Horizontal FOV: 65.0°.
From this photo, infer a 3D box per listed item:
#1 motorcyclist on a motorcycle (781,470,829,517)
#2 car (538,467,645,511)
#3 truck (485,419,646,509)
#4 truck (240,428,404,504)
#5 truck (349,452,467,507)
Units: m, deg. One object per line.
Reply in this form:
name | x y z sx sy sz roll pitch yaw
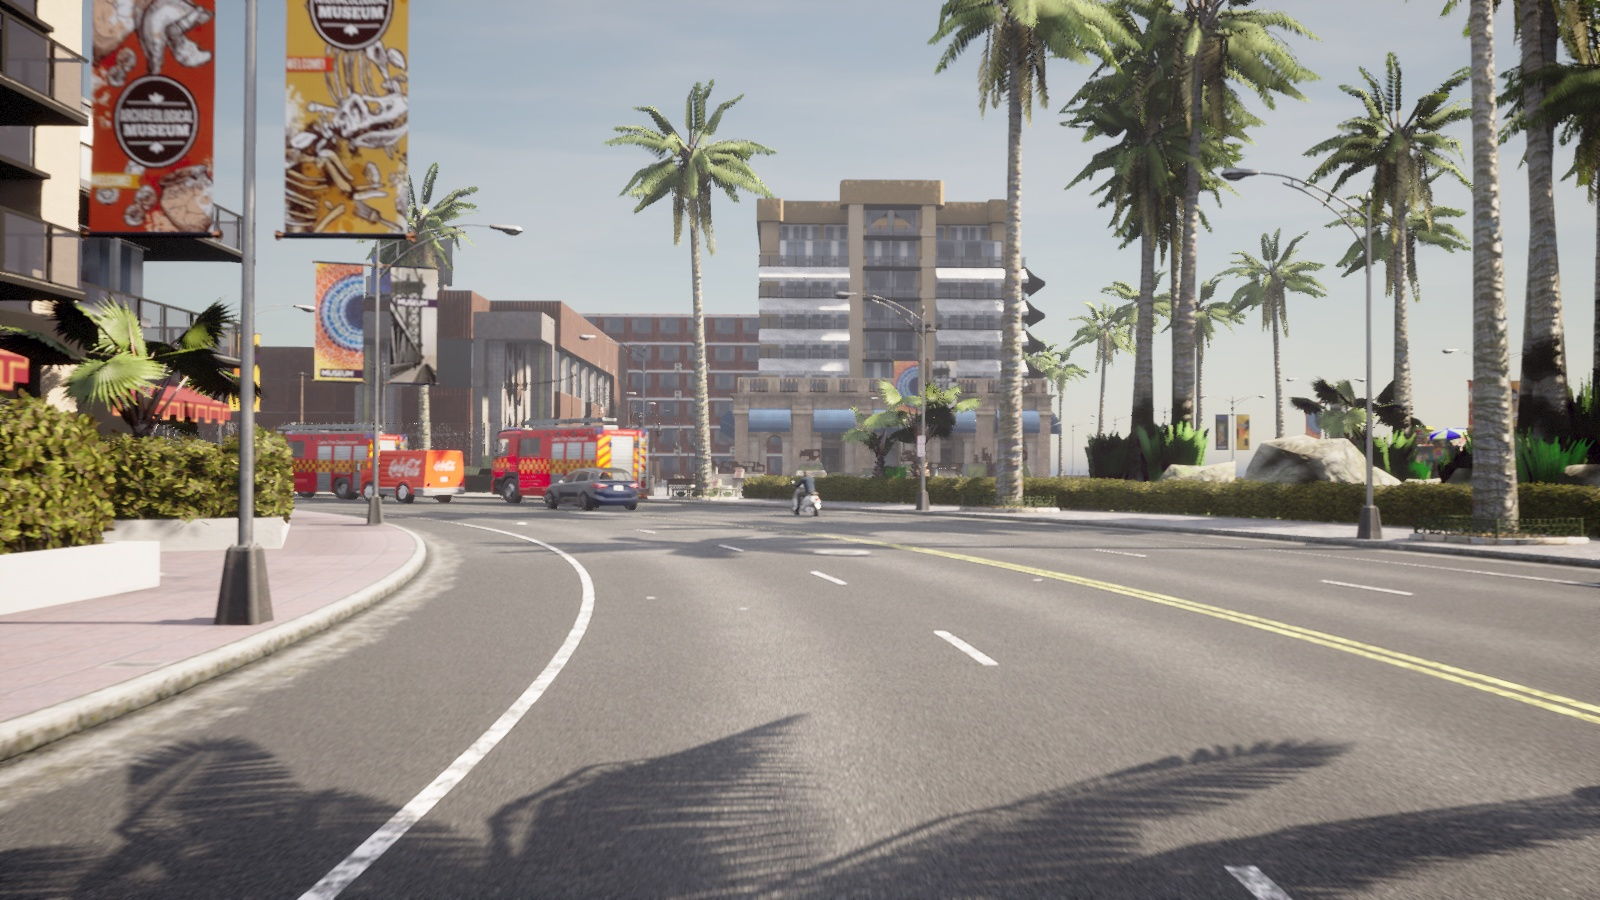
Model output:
motorcyclist on a motorcycle | 0.171 1.495 43.468 0.866 1.590 1.817 0 -1 -29
car | -8.306 1.526 49.774 2.242 1.667 4.611 1 -1 -38
truck | -10.836 0.655 57.433 8.468 3.827 2.891 -1 -1 44
truck | -25.154 0.857 66.060 8.468 3.827 2.891 -1 -1 24
truck | -18.336 1.384 58.683 5.204 2.467 2.627 -1 -1 34
